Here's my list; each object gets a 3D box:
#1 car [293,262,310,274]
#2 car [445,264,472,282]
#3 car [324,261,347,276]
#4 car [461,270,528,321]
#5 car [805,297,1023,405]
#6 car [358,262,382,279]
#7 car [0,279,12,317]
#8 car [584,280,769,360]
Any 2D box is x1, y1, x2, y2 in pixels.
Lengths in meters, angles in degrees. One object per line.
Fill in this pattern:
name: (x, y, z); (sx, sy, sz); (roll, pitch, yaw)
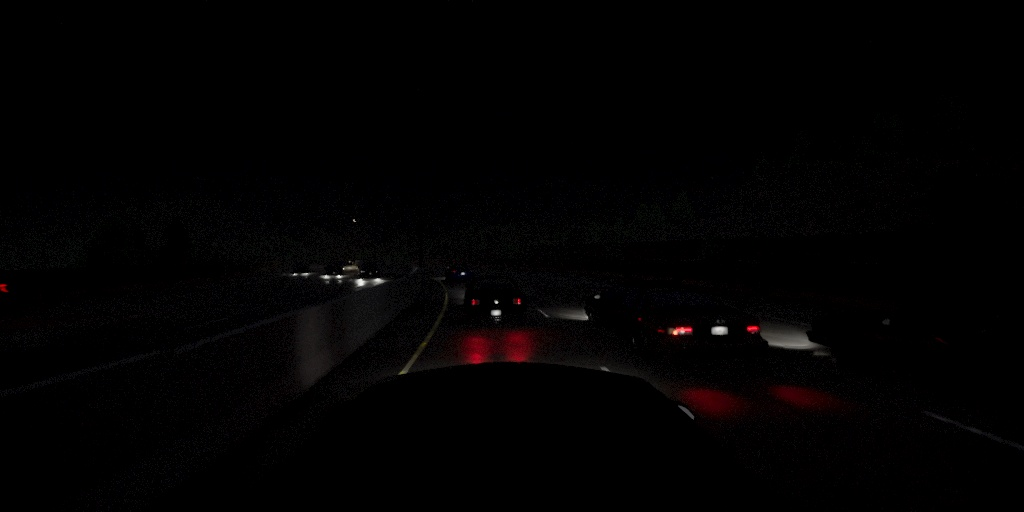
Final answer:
car: (-27.639, 1.531, 47.225); (2.033, 1.411, 5.357); (-1, 0, -29)
car: (-4.350, 1.343, 29.576); (1.994, 1.385, 4.181); (0, 0, -17)
car: (-20.236, 1.463, 40.784); (2.033, 1.411, 5.357); (-1, 0, -27)
car: (-0.706, 1.356, 12.572); (1.895, 1.301, 4.718); (0, 0, -6)
car: (6.936, 1.264, 4.748); (2.033, 1.411, 5.357); (0, 0, -2)
car: (-13.742, 1.360, 34.750); (1.837, 1.490, 4.892); (0, 0, -22)
car: (-14.402, 1.048, 7.217); (2.150, 2.045, 5.566); (0, 0, -5)
car: (3.240, 1.282, 8.409); (2.033, 1.411, 5.357); (0, 0, -4)
